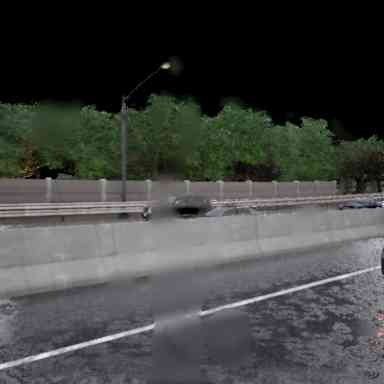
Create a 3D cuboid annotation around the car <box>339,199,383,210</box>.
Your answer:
[{"bbox_3d":[16.425,1.400,32.320,4.718,1.301,1.895,-1,1,-34],"label":"car"}]

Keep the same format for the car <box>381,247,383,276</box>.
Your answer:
[{"bbox_3d":[6.659,1.504,8.415,4.892,1.490,1.837,0,0,-35],"label":"car"}]

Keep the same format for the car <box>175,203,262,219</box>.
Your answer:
[{"bbox_3d":[1.782,1.499,18.056,4.892,1.490,1.837,0,0,-35],"label":"car"}]

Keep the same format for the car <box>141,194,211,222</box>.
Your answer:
[{"bbox_3d":[-0.979,1.210,24.668,5.566,2.045,2.150,0,0,-35],"label":"car"}]
